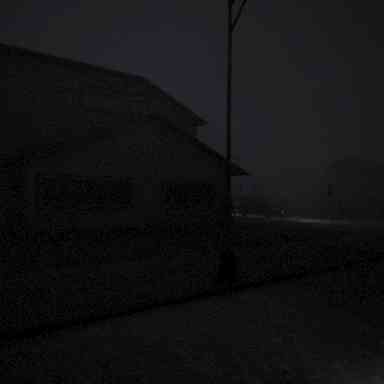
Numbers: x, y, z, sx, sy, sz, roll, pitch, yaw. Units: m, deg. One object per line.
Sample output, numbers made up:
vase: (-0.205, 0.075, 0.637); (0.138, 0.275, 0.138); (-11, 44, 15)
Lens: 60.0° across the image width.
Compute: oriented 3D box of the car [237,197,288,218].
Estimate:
car: (7.066, 1.538, 34.036); (2.150, 2.045, 5.566); (1, -1, -35)
